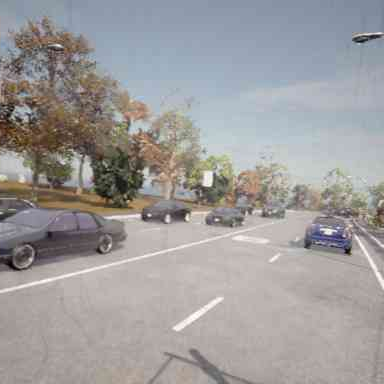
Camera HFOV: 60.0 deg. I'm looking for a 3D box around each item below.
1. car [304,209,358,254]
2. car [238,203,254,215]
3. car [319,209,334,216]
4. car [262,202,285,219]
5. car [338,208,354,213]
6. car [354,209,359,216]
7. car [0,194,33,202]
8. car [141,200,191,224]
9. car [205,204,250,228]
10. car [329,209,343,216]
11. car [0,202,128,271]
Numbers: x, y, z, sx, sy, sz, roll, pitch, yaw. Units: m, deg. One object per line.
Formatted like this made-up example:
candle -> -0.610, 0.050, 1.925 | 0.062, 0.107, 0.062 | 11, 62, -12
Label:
car -> 7.229, 2.003, 17.479 | 2.097, 1.767, 4.553 | 5, 0, 24
car -> 6.402, 2.111, 41.864 | 1.882, 1.535, 5.008 | 5, -1, 24
car -> 29.855, 4.569, 73.856 | 2.033, 1.411, 5.357 | 5, 0, 32
car -> 10.485, 2.301, 42.411 | 2.150, 2.045, 5.566 | 5, 0, 24
car -> 32.967, 4.544, 72.215 | 2.150, 2.045, 5.566 | 5, 0, 32
car -> 38.910, 5.147, 81.015 | 2.150, 2.045, 5.566 | 5, 0, 39
car -> -7.125, 0.839, 11.451 | 1.837, 1.490, 4.892 | 5, 0, 25
car -> -1.699, 1.306, 23.419 | 1.882, 1.535, 5.008 | 5, 0, 24
car -> 2.501, 1.782, 24.333 | 1.994, 1.385, 4.181 | 5, 0, 24
car -> 35.760, 5.172, 82.680 | 1.994, 1.385, 4.181 | 5, 0, 39
car -> -4.051, 1.166, 9.768 | 2.033, 1.411, 5.357 | 5, 0, 25
